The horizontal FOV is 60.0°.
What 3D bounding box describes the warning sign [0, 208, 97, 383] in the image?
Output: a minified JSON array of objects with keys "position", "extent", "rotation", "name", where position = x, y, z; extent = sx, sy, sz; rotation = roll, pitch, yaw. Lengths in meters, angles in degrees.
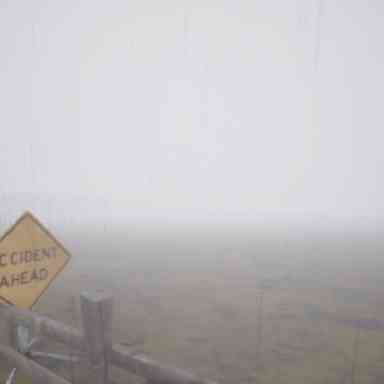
[{"position":[-2.049,1.154,4.063],"extent":[1.060,1.860,1.300],"rotation":[1,-1,35],"name":"warning sign"}]
